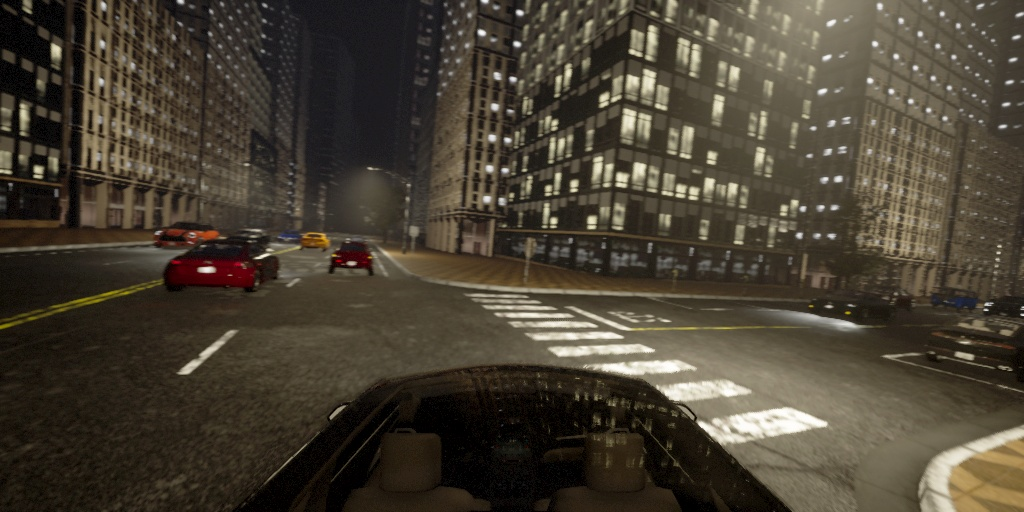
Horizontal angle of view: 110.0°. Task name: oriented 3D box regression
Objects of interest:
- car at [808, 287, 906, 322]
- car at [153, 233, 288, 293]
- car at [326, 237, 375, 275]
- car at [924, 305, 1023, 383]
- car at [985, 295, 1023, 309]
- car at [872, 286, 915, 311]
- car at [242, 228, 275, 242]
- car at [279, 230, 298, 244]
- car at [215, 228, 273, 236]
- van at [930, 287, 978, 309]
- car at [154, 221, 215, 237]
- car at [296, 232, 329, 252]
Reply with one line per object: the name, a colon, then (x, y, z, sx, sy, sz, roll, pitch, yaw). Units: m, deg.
car: (16.660, 2.329, 17.551, 4.181, 1.385, 1.994, 5, 3, -24)
car: (-8.531, 0.183, 10.964, 1.994, 1.385, 4.181, 4, 3, -23)
car: (-7.796, 0.014, 17.600, 1.812, 1.442, 4.674, 4, 2, -23)
car: (12.697, 2.290, 9.419, 4.403, 1.370, 2.007, 0, 0, -24)
car: (37.375, 3.756, 26.585, 4.553, 1.767, 2.097, 4, 3, -23)
car: (24.773, 2.723, 24.016, 4.097, 1.591, 1.967, 0, 0, -24)
car: (-27.626, -2.307, 39.227, 1.994, 1.385, 4.181, 4, 2, -22)
car: (-24.066, -2.047, 39.110, 1.812, 1.442, 4.674, 4, 2, -23)
car: (-17.959, -1.089, 24.540, 2.128, 1.511, 4.902, 4, 2, -23)
van: (35.070, 3.436, 28.557, 3.998, 1.789, 1.690, 0, 0, -24)
car: (-20.935, -1.437, 23.277, 2.097, 1.767, 4.553, 4, 2, -23)
car: (-17.060, -1.254, 31.250, 1.882, 1.535, 5.008, 4, 2, -23)
